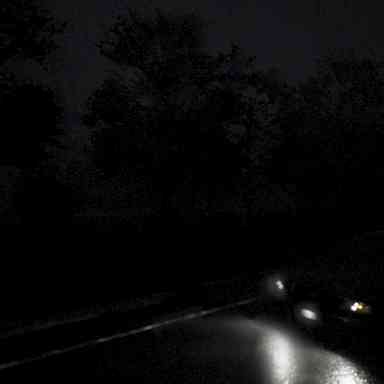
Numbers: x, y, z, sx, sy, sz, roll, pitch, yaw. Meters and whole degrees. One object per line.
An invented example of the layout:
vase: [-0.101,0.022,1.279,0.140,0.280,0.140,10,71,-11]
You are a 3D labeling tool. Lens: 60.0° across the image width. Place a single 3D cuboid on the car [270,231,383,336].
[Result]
car: [4.031,1.545,6.784,5.357,1.411,2.033,0,0,-35]
